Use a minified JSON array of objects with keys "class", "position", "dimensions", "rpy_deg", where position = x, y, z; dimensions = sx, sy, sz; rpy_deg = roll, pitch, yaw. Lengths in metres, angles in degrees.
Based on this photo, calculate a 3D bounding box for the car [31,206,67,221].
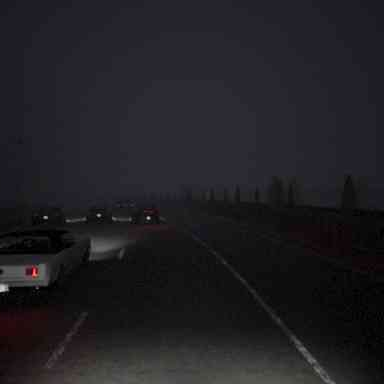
[{"class":"car","position":[-10.541,1.735,24.728],"dimensions":[1.994,1.385,4.181],"rpy_deg":[0,0,-15]}]

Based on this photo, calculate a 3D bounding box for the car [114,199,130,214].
[{"class":"car","position":[-8.440,1.604,40.017],"dimensions":[2.097,1.767,4.553],"rpy_deg":[0,0,-22]}]

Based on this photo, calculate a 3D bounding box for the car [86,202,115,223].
[{"class":"car","position":[-7.512,1.739,26.893],"dimensions":[1.994,1.385,4.181],"rpy_deg":[0,0,-15]}]

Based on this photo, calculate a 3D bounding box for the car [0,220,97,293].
[{"class":"car","position":[-4.049,1.664,8.912],"dimensions":[1.895,1.301,4.718],"rpy_deg":[0,0,-6]}]

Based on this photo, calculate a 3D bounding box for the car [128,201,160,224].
[{"class":"car","position":[-3.754,1.666,26.400],"dimensions":[1.837,1.490,4.892],"rpy_deg":[0,-1,-15]}]
